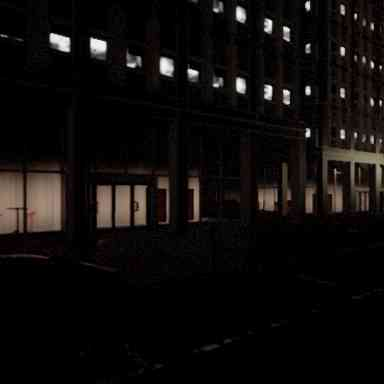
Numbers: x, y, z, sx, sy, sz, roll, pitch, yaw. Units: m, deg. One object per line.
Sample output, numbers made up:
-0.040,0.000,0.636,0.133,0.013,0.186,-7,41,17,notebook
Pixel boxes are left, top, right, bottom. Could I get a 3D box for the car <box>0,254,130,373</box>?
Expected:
-2.912,1.566,4.203,4.313,1.339,1.947,0,0,-35,car
